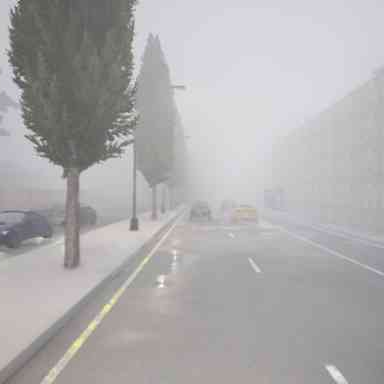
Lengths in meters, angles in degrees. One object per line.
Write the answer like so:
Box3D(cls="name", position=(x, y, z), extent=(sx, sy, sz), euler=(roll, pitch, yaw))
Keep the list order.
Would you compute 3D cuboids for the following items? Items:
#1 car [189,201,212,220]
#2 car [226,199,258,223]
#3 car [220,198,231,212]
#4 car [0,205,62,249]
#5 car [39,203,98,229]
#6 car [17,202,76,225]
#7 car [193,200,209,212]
Box3D(cls="car", position=(0.781, 1.637, 29.582), extent=(2.128, 1.511, 4.902), euler=(1, 0, 1))
Box3D(cls="car", position=(4.203, 1.650, 27.564), extent=(1.882, 1.535, 5.008), euler=(1, 0, 2))
Box3D(cls="car", position=(4.652, 1.596, 42.159), extent=(2.097, 1.767, 4.553), euler=(1, 0, 4))
Box3D(cls="car", position=(-7.709, 1.518, 14.589), extent=(1.812, 1.442, 4.674), euler=(1, 0, 2))
Box3D(cls="car", position=(-7.594, 1.517, 21.524), extent=(2.128, 1.511, 4.902), euler=(1, 0, 1))
Box3D(cls="car", position=(-10.940, 1.559, 25.597), extent=(2.033, 1.411, 5.357), euler=(1, 0, 2))
Box3D(cls="car", position=(1.102, 1.774, 42.221), extent=(1.994, 1.385, 4.181), euler=(1, 0, 0))
